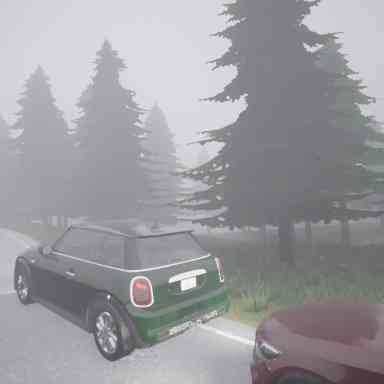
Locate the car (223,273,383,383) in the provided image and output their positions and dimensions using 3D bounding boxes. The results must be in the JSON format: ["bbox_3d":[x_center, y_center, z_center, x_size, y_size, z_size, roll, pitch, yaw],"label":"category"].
[{"bbox_3d":[2.749,1.531,2.595,4.674,1.442,1.812,1,0,36],"label":"car"}]

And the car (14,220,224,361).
[{"bbox_3d":[-1.576,1.308,6.221,4.553,1.767,2.097,1,1,44],"label":"car"}]
